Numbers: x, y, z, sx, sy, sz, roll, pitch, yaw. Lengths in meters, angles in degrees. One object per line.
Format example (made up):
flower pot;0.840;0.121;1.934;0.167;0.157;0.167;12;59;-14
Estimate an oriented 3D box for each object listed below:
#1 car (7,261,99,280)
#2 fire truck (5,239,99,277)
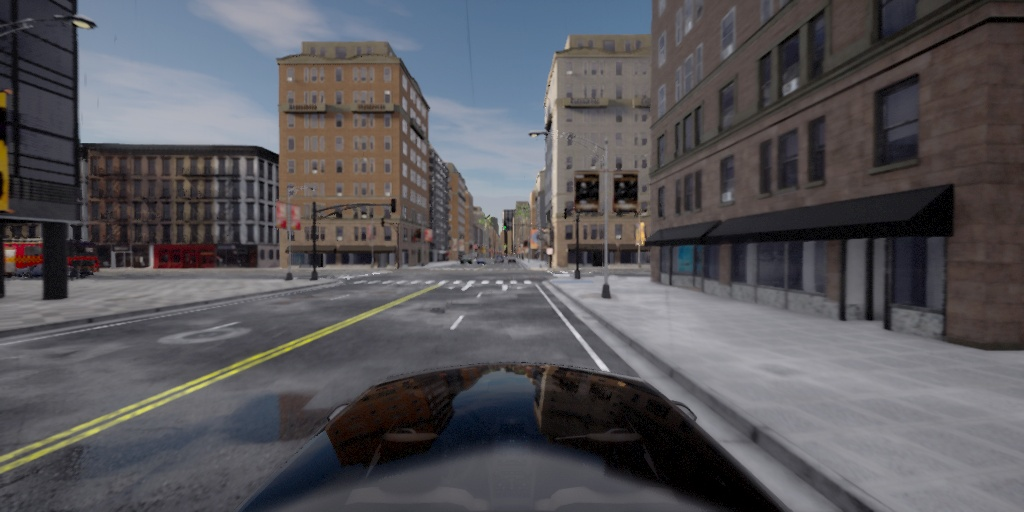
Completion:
car;-42.034;1.390;32.930;5.357;1.411;2.033;0;1;0
fire truck;-47.424;0.166;36.166;8.468;3.827;2.891;0;1;-1
